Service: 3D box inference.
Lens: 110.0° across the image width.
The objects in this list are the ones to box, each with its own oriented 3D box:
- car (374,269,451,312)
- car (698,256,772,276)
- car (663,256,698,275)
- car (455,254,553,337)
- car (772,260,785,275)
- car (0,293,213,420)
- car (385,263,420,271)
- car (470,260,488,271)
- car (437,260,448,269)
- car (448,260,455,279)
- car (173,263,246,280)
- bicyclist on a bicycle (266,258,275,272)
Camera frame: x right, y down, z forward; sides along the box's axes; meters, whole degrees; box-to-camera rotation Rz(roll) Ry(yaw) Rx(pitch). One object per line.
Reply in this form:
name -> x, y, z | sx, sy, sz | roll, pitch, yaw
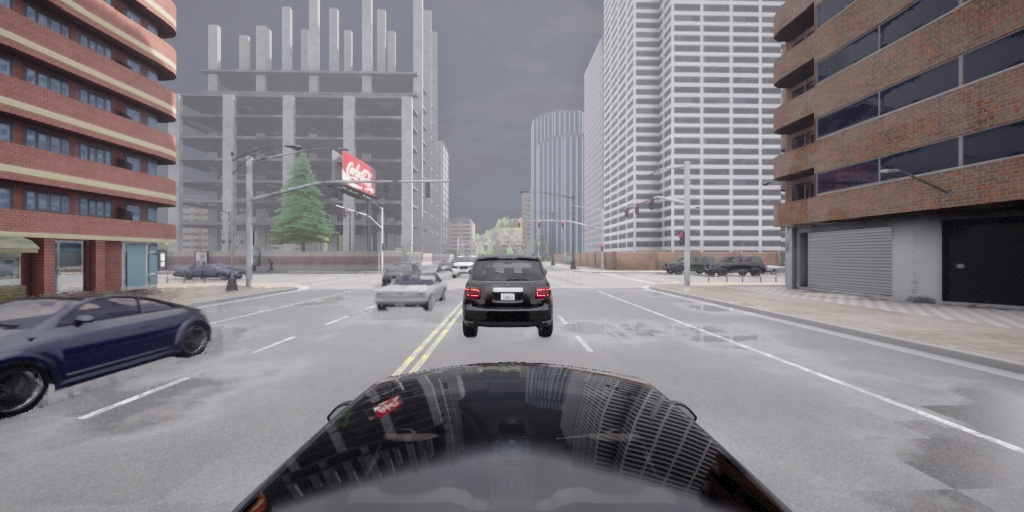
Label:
car -> -3.842, 1.351, 14.344 | 1.895, 1.301, 4.718 | 0, 0, -1
car -> 22.003, 0.971, 35.555 | 5.566, 2.045, 2.150 | 0, 0, -2
car -> 19.393, 0.972, 38.985 | 5.566, 2.045, 2.150 | 0, 0, -1
car -> -0.118, 0.971, 10.407 | 2.150, 2.045, 5.566 | 0, 0, -1
car -> 29.523, 1.351, 39.234 | 4.718, 1.301, 1.895 | 0, 0, -1
car -> -7.166, 1.314, 5.667 | 1.994, 1.385, 4.181 | 0, 0, -1
car -> -7.563, 1.257, 25.118 | 1.837, 1.490, 4.892 | 0, 0, -1
car -> -4.574, 1.297, 50.371 | 2.033, 1.411, 5.357 | 0, 0, -1
car -> -7.951, 1.242, 44.225 | 2.128, 1.511, 4.902 | 0, 0, -1
car -> -4.232, 0.973, 33.498 | 2.150, 2.045, 5.566 | 0, 0, -1
car -> -25.618, 1.297, 30.627 | 5.357, 1.411, 2.033 | 0, 0, -1
bicyclist on a bicycle -> -28.696, 1.051, 42.535 | 0.582, 1.620, 1.656 | 0, 0, -1
